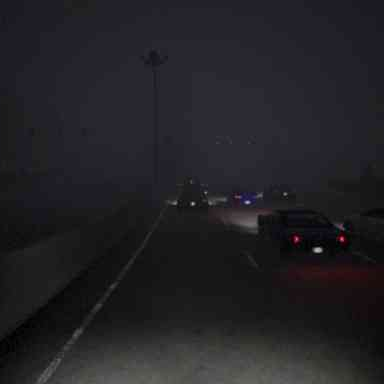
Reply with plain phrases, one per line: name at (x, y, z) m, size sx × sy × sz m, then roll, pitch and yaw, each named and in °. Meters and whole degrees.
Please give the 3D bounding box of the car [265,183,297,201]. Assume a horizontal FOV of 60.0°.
car at (7.017, -0.067, 26.966) m, size 1.994 × 1.385 × 4.181 m, roll 0°, pitch 5°, yaw 0°

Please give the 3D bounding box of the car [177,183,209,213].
car at (0.043, 0.464, 21.642) m, size 1.994 × 1.385 × 4.181 m, roll 0°, pitch 6°, yaw 0°

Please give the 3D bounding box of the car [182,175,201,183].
car at (-0.047, -1.293, 38.540) m, size 2.163 × 1.488 × 4.792 m, roll 0°, pitch 6°, yaw 0°

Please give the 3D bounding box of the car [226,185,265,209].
car at (3.534, 0.251, 23.388) m, size 1.812 × 1.442 × 4.674 m, roll 0°, pitch 6°, yaw 0°

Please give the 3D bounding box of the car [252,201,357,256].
car at (3.590, 1.253, 11.695) m, size 1.895 × 1.301 × 4.718 m, roll 0°, pitch 3°, yaw 0°

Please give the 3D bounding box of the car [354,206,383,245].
car at (7.088, 1.183, 11.604) m, size 1.812 × 1.442 × 4.674 m, roll 0°, pitch 3°, yaw 0°
